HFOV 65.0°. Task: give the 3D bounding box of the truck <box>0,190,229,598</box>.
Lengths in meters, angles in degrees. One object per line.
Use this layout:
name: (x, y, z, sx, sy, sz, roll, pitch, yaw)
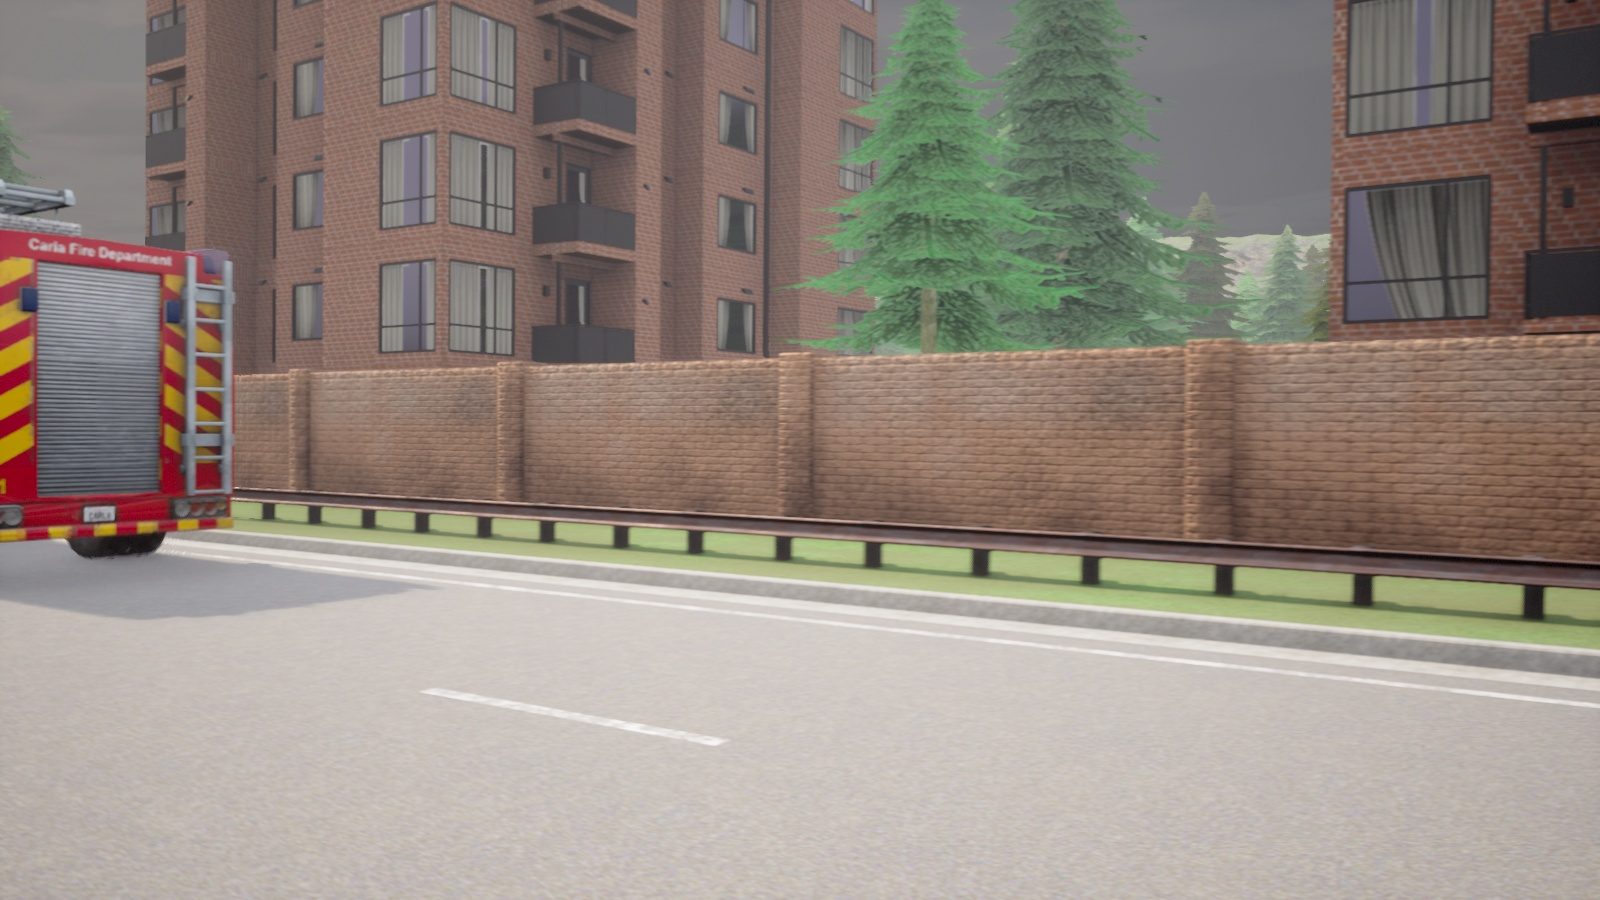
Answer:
truck: (-10.588, -0.540, 14.837, 8.468, 3.827, 2.891, 0, 1, 34)
